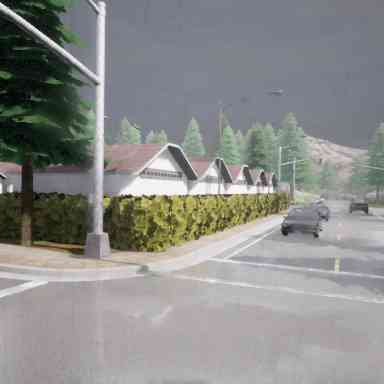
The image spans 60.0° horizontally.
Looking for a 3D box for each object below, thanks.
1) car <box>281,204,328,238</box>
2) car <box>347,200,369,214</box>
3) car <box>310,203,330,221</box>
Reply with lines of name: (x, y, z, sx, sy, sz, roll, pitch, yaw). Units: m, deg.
car: (6.376, 1.620, 18.925, 2.033, 1.411, 5.357, 1, 0, 24)
car: (19.148, 1.658, 38.308, 1.837, 1.490, 4.892, 1, 0, 23)
car: (10.485, 1.644, 27.951, 1.994, 1.385, 4.181, 1, 0, 25)
